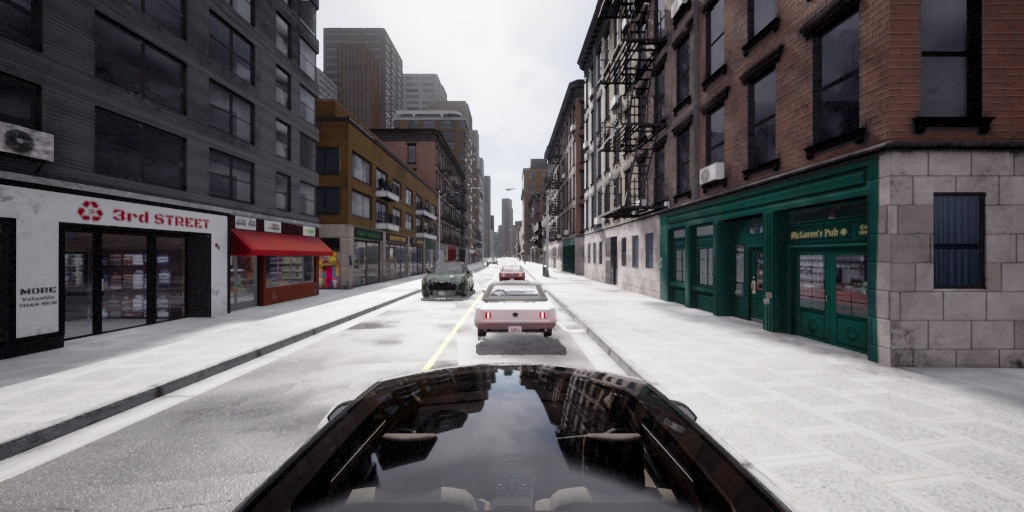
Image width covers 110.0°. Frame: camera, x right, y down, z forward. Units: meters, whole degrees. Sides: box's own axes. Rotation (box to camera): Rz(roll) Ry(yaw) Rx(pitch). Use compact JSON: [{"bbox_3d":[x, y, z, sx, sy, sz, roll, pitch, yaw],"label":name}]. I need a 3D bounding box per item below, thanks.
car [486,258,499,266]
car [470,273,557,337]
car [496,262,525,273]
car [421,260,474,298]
[{"bbox_3d":[-3.242,0.938,59.203,1.994,1.385,4.181,0,0,0],"label":"car"},{"bbox_3d":[0.064,1.351,10.230,1.895,1.301,4.718,0,0,0],"label":"car"},{"bbox_3d":[-0.006,1.347,27.047,1.895,1.301,4.718,0,0,0],"label":"car"},{"bbox_3d":[-3.172,1.100,18.421,2.097,1.767,4.553,0,0,0],"label":"car"}]
